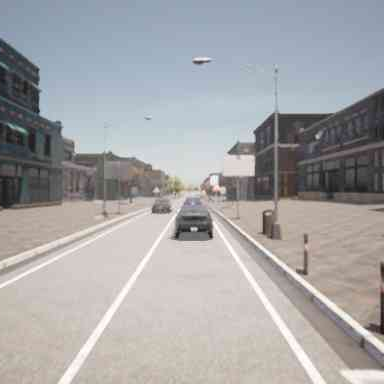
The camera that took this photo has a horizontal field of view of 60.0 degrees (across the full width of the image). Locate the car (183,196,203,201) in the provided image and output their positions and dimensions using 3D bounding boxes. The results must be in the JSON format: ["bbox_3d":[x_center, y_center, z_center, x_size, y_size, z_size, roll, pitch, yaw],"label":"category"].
[{"bbox_3d":[0.085,1.254,36.436,2.097,1.767,4.553,0,-1,0],"label":"car"}]

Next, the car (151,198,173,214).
[{"bbox_3d":[-3.014,1.388,33.763,1.837,1.490,4.892,0,-1,0],"label":"car"}]

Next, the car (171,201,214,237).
[{"bbox_3d":[0.093,1.421,17.483,1.837,1.490,4.892,0,0,0],"label":"car"}]
